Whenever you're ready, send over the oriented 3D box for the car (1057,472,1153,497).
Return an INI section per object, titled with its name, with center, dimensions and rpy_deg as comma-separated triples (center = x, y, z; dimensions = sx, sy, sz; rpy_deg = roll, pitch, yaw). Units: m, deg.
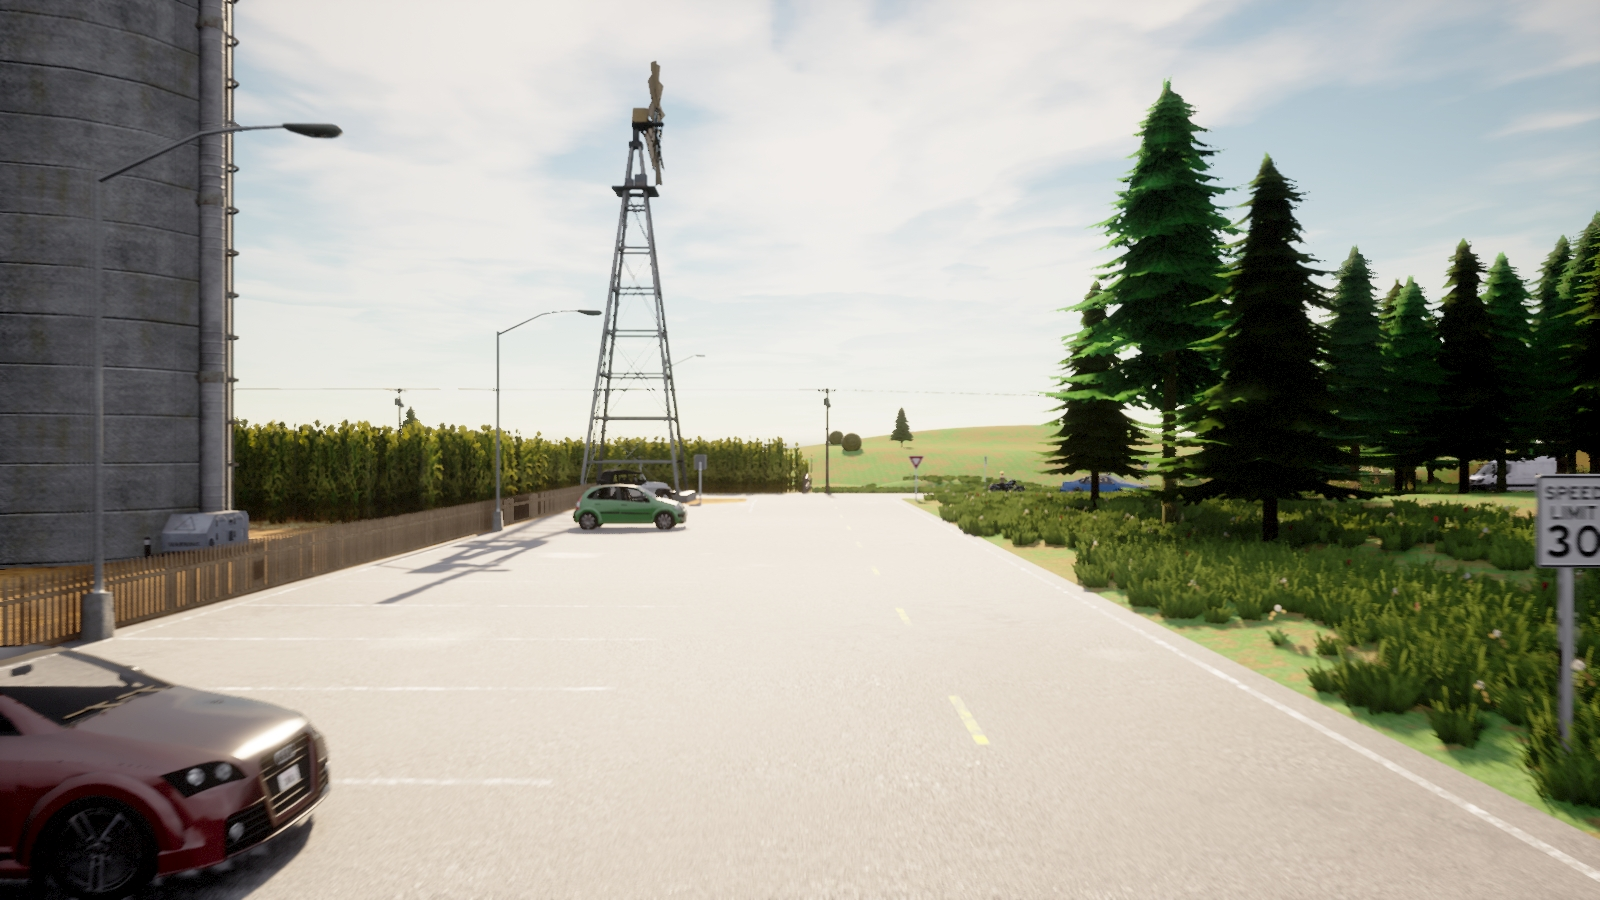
[car]
center = 18.827, 2.106, 70.601
dimensions = 5.357, 1.411, 2.033
rpy_deg = 0, 0, 37
